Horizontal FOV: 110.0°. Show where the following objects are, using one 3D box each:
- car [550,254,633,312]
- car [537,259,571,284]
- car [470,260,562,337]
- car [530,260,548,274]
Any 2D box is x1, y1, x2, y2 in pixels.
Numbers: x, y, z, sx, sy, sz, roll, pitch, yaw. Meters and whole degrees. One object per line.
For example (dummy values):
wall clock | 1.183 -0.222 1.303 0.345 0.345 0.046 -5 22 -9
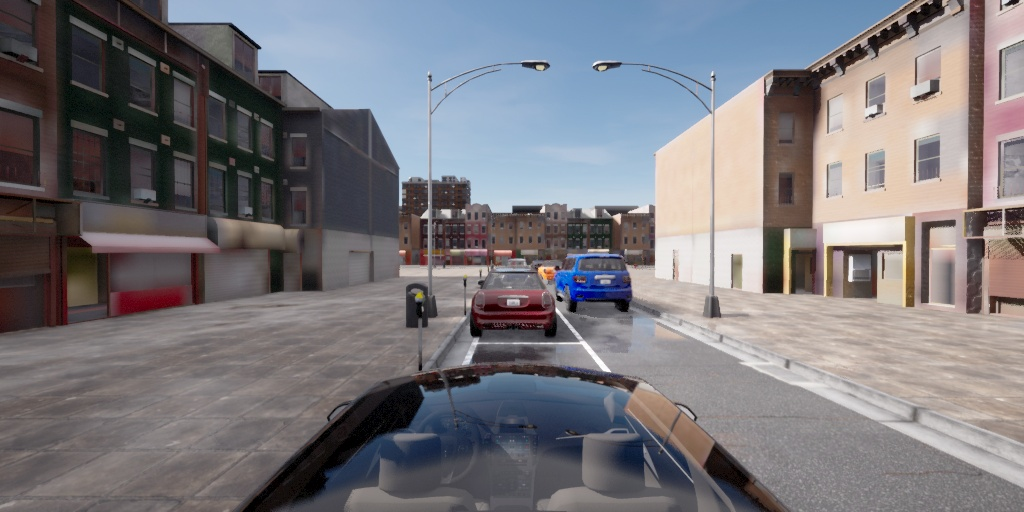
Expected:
car | 3.028 0.968 14.404 2.150 2.045 5.566 0 -1 -1
car | 3.102 1.106 27.400 2.097 1.767 4.553 0 0 0
car | 0.033 1.102 10.471 2.097 1.767 4.553 0 0 0
car | 3.102 1.270 42.309 1.837 1.490 4.892 0 0 0
